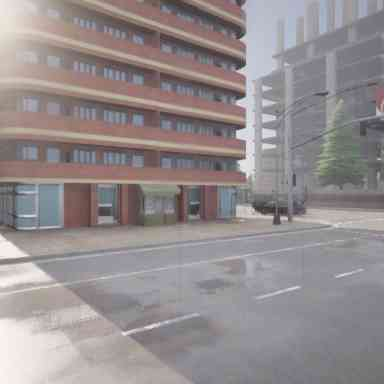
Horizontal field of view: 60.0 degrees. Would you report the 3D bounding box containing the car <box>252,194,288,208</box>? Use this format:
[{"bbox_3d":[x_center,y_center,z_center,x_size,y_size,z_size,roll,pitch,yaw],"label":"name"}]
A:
[{"bbox_3d":[9.103,1.223,36.576,2.150,2.045,5.566,0,0,-36],"label":"car"}]

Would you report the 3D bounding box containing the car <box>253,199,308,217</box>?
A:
[{"bbox_3d":[8.466,1.601,31.525,1.895,1.301,4.718,0,0,-36],"label":"car"}]
